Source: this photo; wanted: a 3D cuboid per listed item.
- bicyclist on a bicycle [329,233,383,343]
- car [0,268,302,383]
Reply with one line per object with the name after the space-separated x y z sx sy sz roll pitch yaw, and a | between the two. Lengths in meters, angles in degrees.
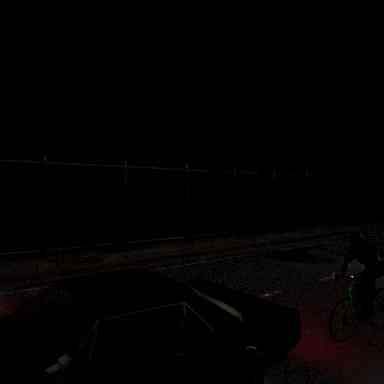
2.696 1.457 5.223 1.656 1.620 0.582 -1 0 -30 | bicyclist on a bicycle
-1.066 1.601 3.316 4.718 1.301 1.895 0 0 -37 | car
